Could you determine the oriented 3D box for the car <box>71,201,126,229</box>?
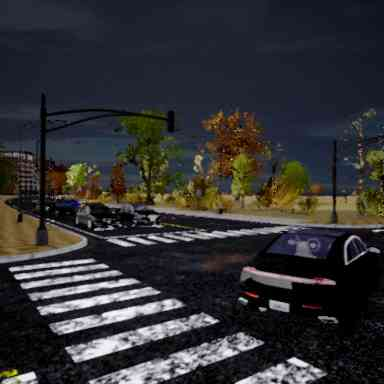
[{"bbox_3d":[-6.486,1.614,22.593,1.837,1.490,4.892,0,0,-34],"label":"car"}]

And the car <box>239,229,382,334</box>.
[{"bbox_3d":[2.722,1.542,7.037,2.128,1.511,4.902,1,0,35],"label":"car"}]

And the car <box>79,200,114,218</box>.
[{"bbox_3d":[-9.546,1.622,33.018,1.882,1.535,5.008,0,0,-34],"label":"car"}]

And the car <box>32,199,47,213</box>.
[{"bbox_3d":[-17.636,1.634,39.420,2.128,1.511,4.902,0,0,-33],"label":"car"}]

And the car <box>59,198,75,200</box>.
[{"bbox_3d":[-15.116,1.638,41.514,1.882,1.535,5.008,0,0,-33],"label":"car"}]

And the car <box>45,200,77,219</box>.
[{"bbox_3d":[-12.000,1.690,30.833,1.994,1.385,4.181,0,0,-34],"label":"car"}]

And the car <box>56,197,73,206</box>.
[{"bbox_3d":[-23.641,1.754,61.626,2.033,1.411,5.357,0,0,-31],"label":"car"}]

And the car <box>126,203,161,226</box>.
[{"bbox_3d":[-4.015,1.619,24.743,2.128,1.511,4.902,0,0,-34],"label":"car"}]
